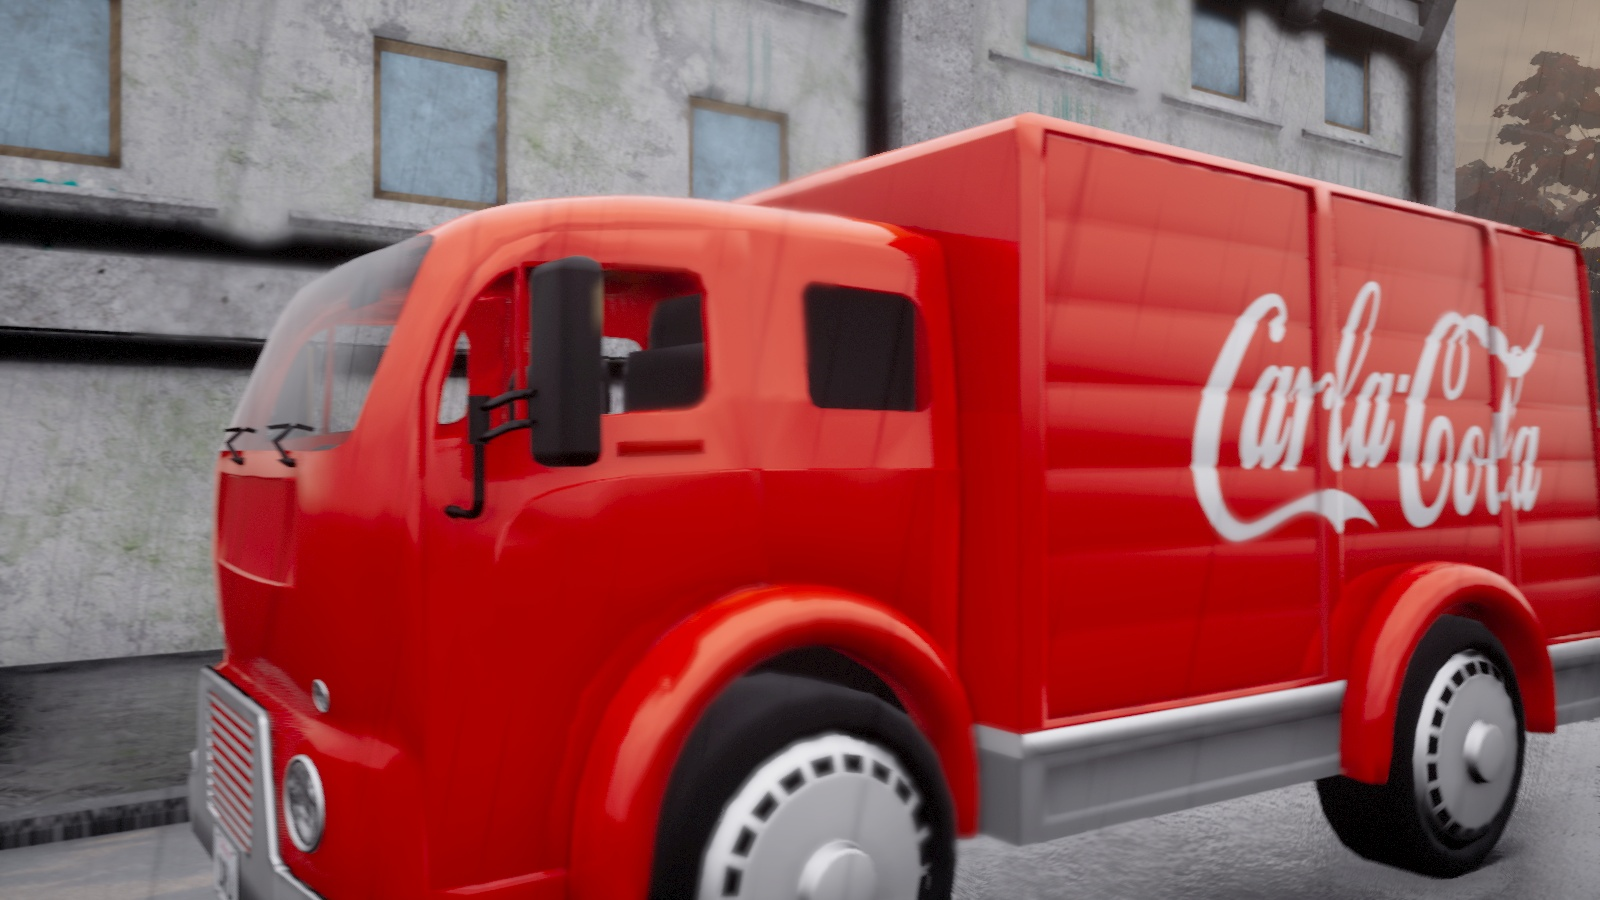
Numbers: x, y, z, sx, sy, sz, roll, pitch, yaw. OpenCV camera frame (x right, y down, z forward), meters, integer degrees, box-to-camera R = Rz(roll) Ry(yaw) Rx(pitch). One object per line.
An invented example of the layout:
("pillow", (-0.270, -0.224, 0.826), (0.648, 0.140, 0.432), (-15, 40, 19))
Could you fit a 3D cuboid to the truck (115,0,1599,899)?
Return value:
("truck", (0.567, 0.269, 4.664), (5.204, 2.467, 2.627), (0, 0, -35))
